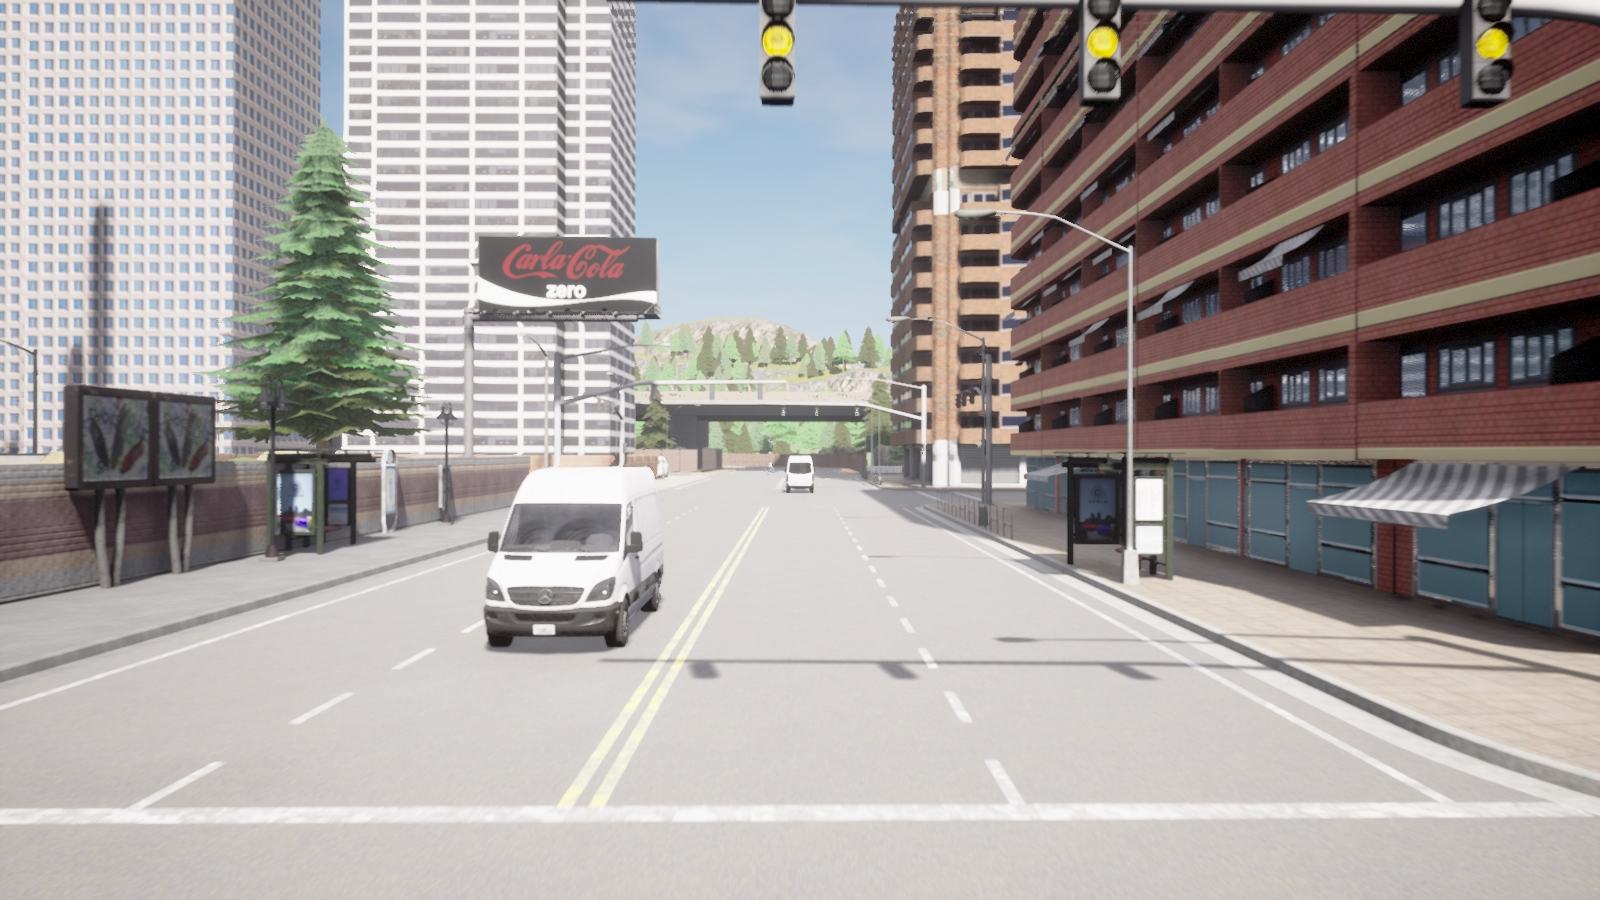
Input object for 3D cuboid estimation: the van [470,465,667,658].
[{"bbox_3d":[-3.497,1.563,18.547,1.988,2.561,5.915,0,0,0],"label":"van"}]
